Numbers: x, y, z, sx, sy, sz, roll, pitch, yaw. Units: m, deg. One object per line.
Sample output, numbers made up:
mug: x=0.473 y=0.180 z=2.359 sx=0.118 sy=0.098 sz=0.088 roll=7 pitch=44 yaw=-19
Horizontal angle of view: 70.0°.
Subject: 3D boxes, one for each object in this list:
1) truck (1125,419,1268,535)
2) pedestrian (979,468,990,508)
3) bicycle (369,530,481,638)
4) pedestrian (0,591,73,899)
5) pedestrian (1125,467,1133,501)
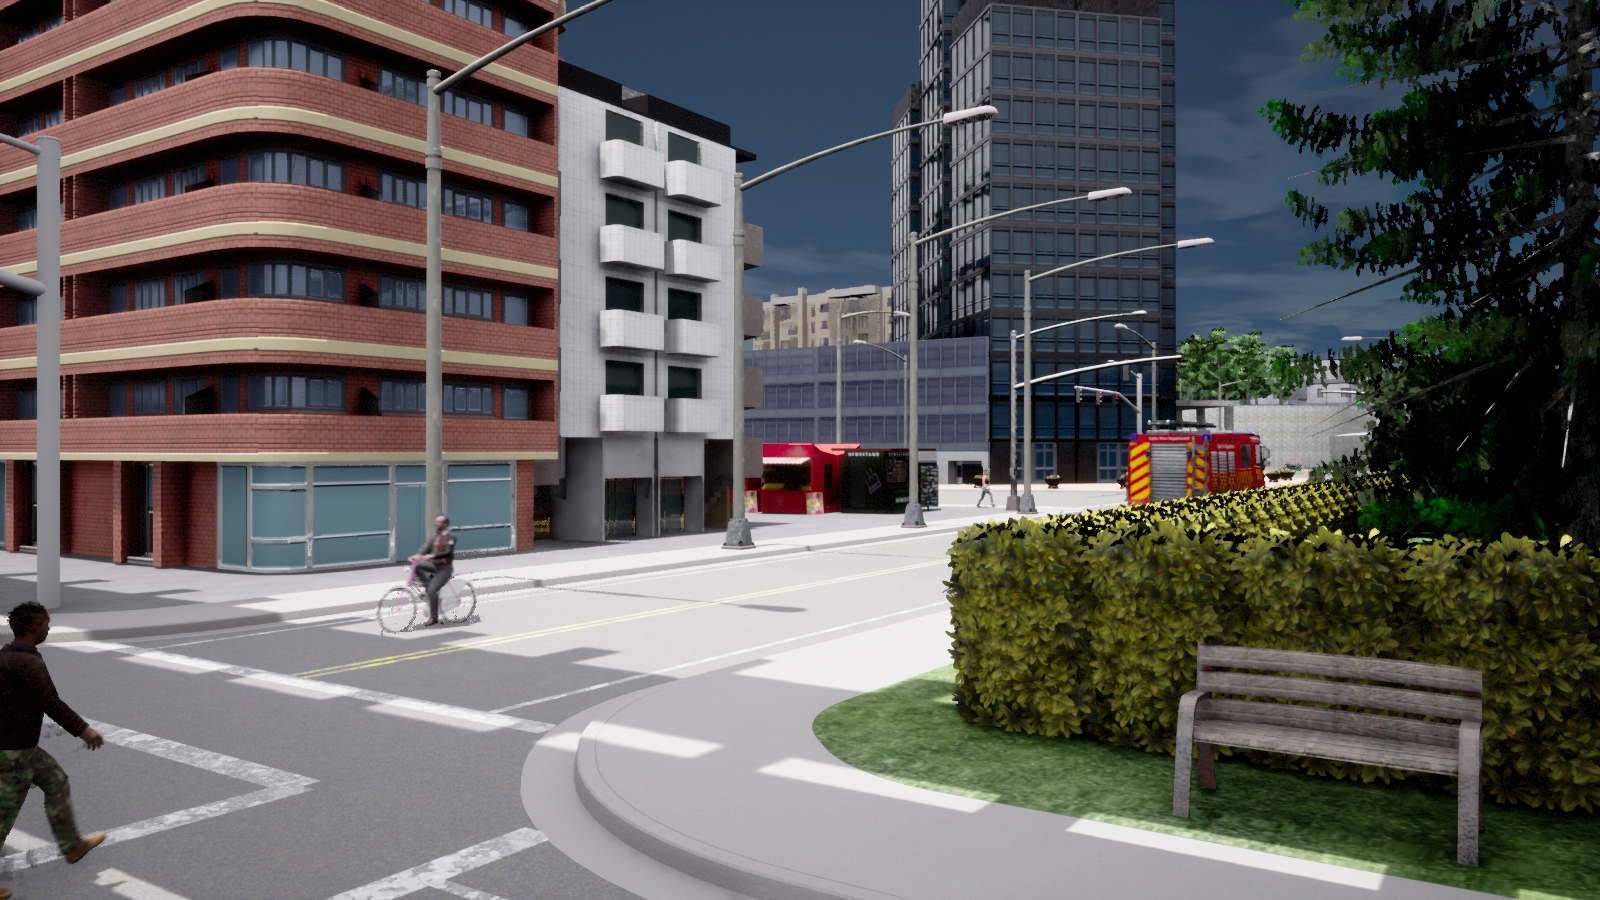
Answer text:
truck: x=14.800 y=0.890 z=42.152 sx=2.891 sy=3.827 sz=8.468 roll=0 pitch=0 yaw=34
pedestrian: x=8.548 y=1.757 z=52.902 sx=0.375 sy=1.860 sz=0.375 roll=0 pitch=0 yaw=35
bicycle: x=-5.817 y=2.048 z=17.830 sx=0.329 sy=1.496 sz=1.835 roll=0 pitch=0 yaw=35
pedestrian: x=-4.860 y=1.848 z=7.183 sx=0.375 sy=1.860 sz=0.375 roll=0 pitch=0 yaw=35
pedestrian: x=18.278 y=1.894 z=63.469 sx=0.375 sy=1.860 sz=0.375 roll=0 pitch=0 yaw=34
